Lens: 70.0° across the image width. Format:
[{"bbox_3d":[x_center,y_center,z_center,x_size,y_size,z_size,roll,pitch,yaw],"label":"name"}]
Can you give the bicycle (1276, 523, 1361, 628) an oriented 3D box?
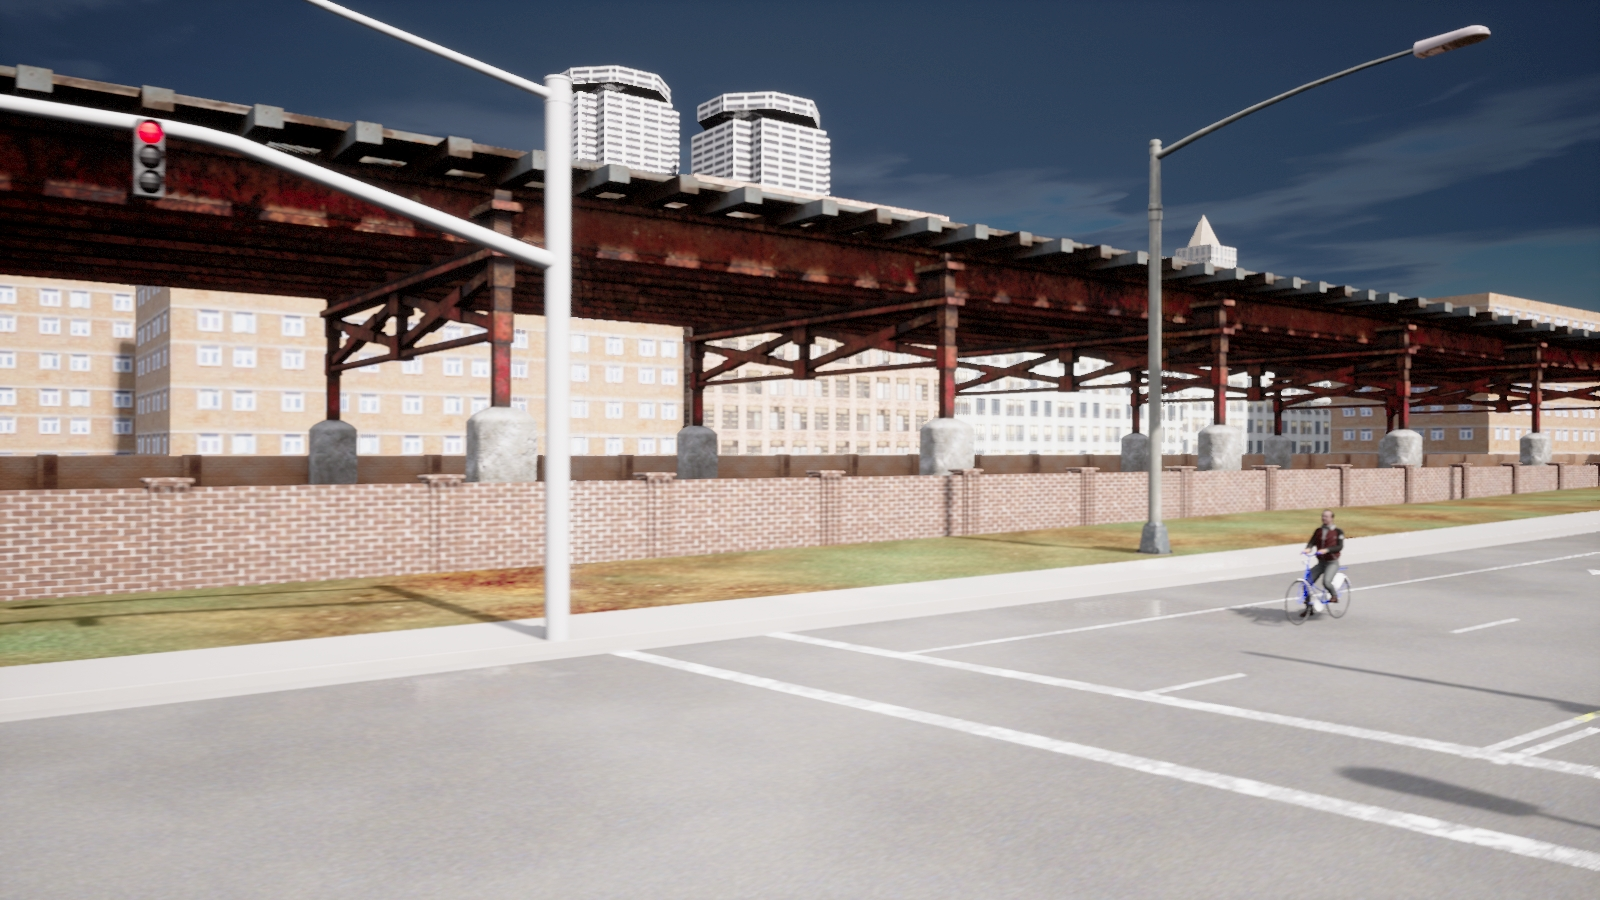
[{"bbox_3d":[8.216,1.954,18.070,1.835,1.496,0.329,0,0,-35],"label":"bicycle"}]
